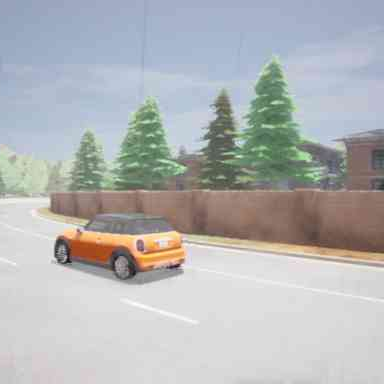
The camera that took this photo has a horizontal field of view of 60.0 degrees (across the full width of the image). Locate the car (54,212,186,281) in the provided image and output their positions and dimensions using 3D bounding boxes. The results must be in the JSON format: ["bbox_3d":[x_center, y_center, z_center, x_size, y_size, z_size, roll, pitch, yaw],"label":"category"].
[{"bbox_3d":[-2.416,1.456,10.508,4.553,1.767,2.097,0,-1,40],"label":"car"}]
